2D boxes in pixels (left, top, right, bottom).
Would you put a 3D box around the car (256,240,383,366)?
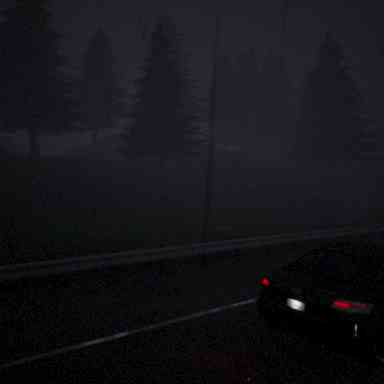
[{"bbox_3d":[3.119,1.556,5.826,4.181,1.385,1.994,0,0,-34],"label":"car"}]
